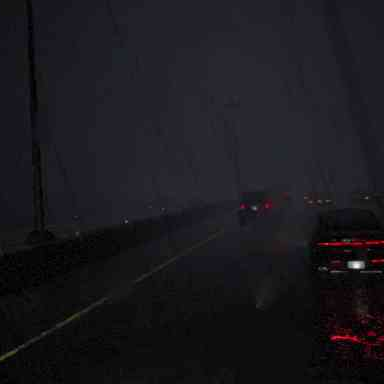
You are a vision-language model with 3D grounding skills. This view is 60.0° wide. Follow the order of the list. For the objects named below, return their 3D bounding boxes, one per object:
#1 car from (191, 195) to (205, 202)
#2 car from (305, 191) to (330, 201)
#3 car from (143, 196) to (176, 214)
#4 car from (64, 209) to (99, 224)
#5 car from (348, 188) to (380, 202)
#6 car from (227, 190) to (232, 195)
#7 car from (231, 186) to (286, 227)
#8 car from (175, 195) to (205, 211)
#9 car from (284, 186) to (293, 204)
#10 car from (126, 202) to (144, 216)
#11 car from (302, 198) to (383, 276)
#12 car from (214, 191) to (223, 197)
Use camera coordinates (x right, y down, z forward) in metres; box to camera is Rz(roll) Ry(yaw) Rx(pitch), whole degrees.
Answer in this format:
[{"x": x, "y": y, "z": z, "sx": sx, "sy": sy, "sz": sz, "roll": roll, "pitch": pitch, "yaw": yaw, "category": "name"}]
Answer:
[{"x": 1.357, "y": 1.458, "z": 76.647, "sx": 1.994, "sy": 1.385, "sz": 4.181, "roll": -5, "pitch": 0, "yaw": 19, "category": "car"}, {"x": 10.375, "y": 0.678, "z": 27.341, "sx": 2.033, "sy": 1.411, "sz": 5.357, "roll": -5, "pitch": 0, "yaw": 19, "category": "car"}, {"x": -3.436, "y": 1.557, "z": 41.511, "sx": 2.150, "sy": 2.045, "sz": 5.566, "roll": -5, "pitch": 0, "yaw": 19, "category": "car"}, {"x": -12.258, "y": 2.626, "z": 37.210, "sx": 1.812, "sy": 1.442, "sz": 4.674, "roll": -5, "pitch": 0, "yaw": 19, "category": "car"}, {"x": 14.158, "y": 0.366, "z": 27.618, "sx": 1.994, "sy": 1.385, "sz": 4.181, "roll": -5, "pitch": 0, "yaw": 19, "category": "car"}, {"x": 9.825, "y": 0.178, "z": 79.973, "sx": 2.097, "sy": 1.767, "sz": 4.553, "roll": -5, "pitch": 0, "yaw": 19, "category": "car"}, {"x": 4.297, "y": 0.878, "z": 20.580, "sx": 2.150, "sy": 2.045, "sz": 5.566, "roll": -5, "pitch": 0, "yaw": 19, "category": "car"}, {"x": 0.141, "y": 1.518, "z": 41.099, "sx": 2.128, "sy": 1.511, "sz": 4.902, "roll": -5, "pitch": 0, "yaw": 19, "category": "car"}, {"x": 10.508, "y": 0.345, "z": 38.625, "sx": 2.150, "sy": 2.045, "sz": 5.566, "roll": -5, "pitch": 0, "yaw": 19, "category": "car"}, {"x": -6.644, "y": 2.121, "z": 42.815, "sx": 1.837, "sy": 1.490, "sz": 4.892, "roll": -5, "pitch": 0, "yaw": 19, "category": "car"}, {"x": 4.107, "y": 1.168, "z": 9.071, "sx": 1.837, "sy": 1.490, "sz": 4.892, "roll": -5, "pitch": 0, "yaw": 19, "category": "car"}, {"x": 6.531, "y": 0.610, "z": 81.083, "sx": 1.837, "sy": 1.490, "sz": 4.892, "roll": -5, "pitch": 0, "yaw": 19, "category": "car"}]
